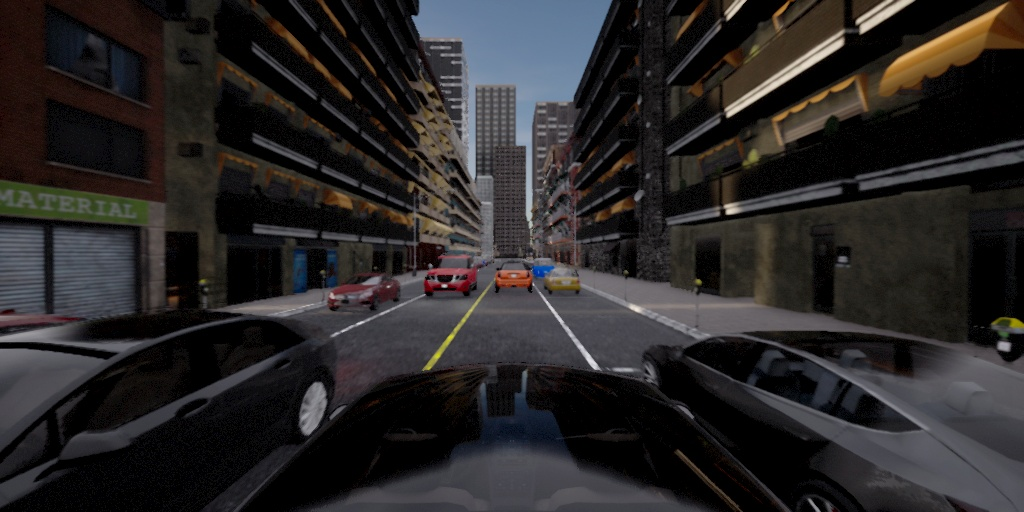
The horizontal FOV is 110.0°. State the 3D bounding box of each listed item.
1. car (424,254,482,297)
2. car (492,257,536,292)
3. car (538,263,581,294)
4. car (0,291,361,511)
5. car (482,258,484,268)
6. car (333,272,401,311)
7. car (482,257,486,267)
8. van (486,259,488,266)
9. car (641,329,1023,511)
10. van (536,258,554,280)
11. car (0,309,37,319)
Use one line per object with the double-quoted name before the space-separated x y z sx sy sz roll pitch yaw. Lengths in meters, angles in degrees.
"car" -3.100 0.959 19.249 2.150 2.045 5.566 0 1 0
"car" 0.099 1.098 21.636 2.097 1.767 4.553 0 0 0
"car" 2.688 1.272 20.038 1.751 1.417 4.829 0 0 0
"car" -3.059 1.256 2.514 1.837 1.490 4.892 0 0 0
"car" -5.694 1.296 53.021 1.888 1.381 4.507 0 0 0
"car" -5.692 1.330 14.357 1.802 1.307 4.207 0 0 0
"car" -5.695 1.297 58.545 1.888 1.381 4.507 0 0 0
"van" -5.695 1.094 64.068 1.690 1.789 3.998 0 0 0
"car" 2.689 1.315 3.298 1.948 1.339 4.313 0 0 0
"van" 2.688 1.088 30.916 1.690 1.789 3.998 0 0 0
"car" -5.692 1.295 3.310 1.888 1.381 4.507 0 0 0
